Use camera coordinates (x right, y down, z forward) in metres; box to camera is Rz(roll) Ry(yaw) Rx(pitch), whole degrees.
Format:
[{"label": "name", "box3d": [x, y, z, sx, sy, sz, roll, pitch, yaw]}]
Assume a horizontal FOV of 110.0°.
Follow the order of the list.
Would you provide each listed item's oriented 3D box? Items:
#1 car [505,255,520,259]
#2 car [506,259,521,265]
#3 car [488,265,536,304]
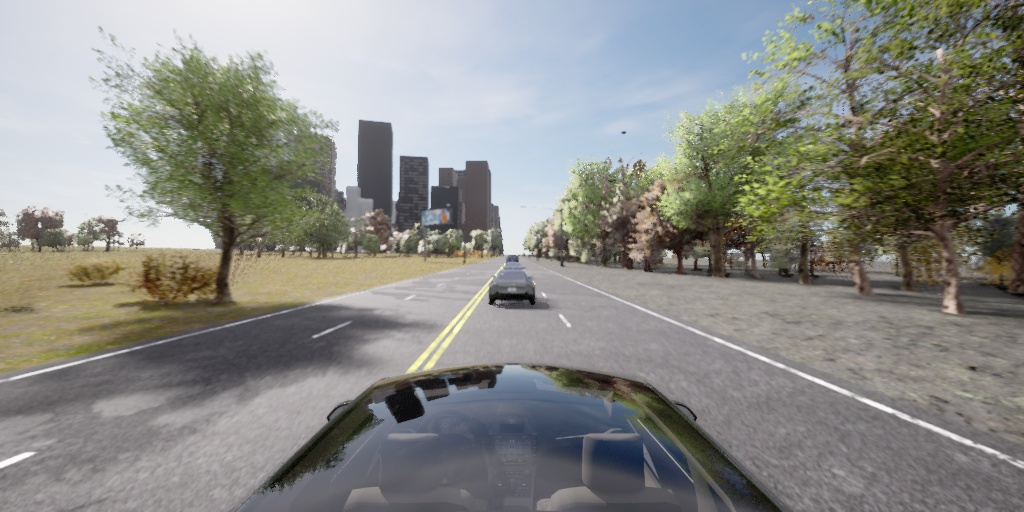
[{"label": "car", "box3d": [0.095, 0.863, 57.854, 2.150, 2.045, 5.566, -1, 0, 0]}, {"label": "car", "box3d": [0.110, 1.262, 32.458, 2.033, 1.411, 5.357, 0, 0, 0]}, {"label": "car", "box3d": [0.003, 1.300, 16.207, 1.994, 1.385, 4.181, 0, 0, 0]}]
